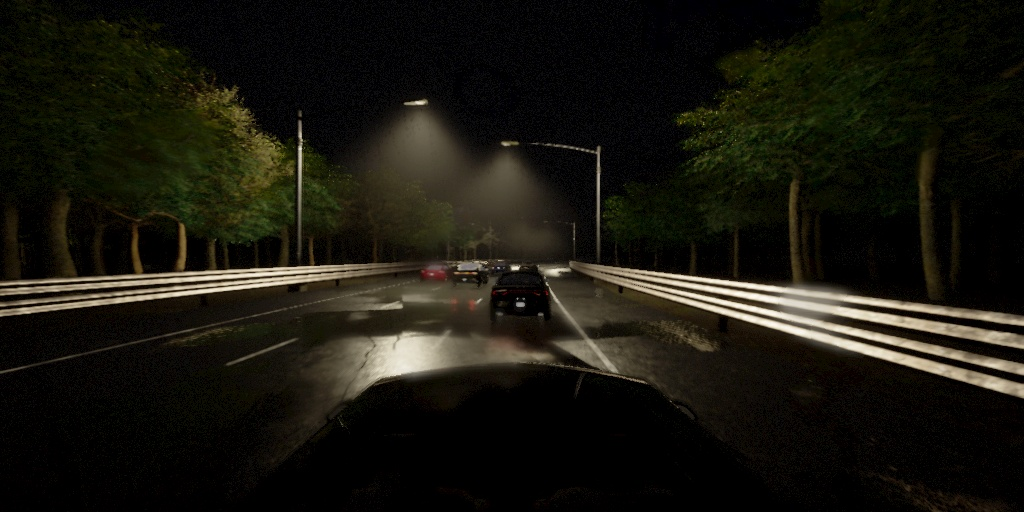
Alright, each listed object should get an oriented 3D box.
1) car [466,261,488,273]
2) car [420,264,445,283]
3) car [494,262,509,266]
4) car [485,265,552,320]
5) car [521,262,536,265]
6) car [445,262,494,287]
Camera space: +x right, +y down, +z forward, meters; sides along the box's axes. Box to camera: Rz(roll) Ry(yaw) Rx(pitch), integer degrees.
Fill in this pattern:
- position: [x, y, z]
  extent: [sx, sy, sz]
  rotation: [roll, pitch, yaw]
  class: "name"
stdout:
- position: [-4.384, 1.411, 45.743]
  extent: [1.994, 1.385, 4.181]
  rotation: [0, 0, 6]
  class: "car"
- position: [-5.915, 1.362, 29.048]
  extent: [1.994, 1.385, 4.181]
  rotation: [0, 0, 4]
  class: "car"
- position: [-1.233, 1.389, 42.432]
  extent: [2.033, 1.411, 5.357]
  rotation: [0, 0, 6]
  class: "car"
- position: [0.310, 1.238, 12.681]
  extent: [1.882, 1.535, 5.008]
  rotation: [0, 0, 2]
  class: "car"
- position: [1.748, 1.334, 36.784]
  extent: [1.837, 1.490, 4.892]
  rotation: [0, 0, 5]
  class: "car"
- position: [-2.738, 1.282, 24.563]
  extent: [2.128, 1.511, 4.902]
  rotation: [0, 0, 4]
  class: "car"
